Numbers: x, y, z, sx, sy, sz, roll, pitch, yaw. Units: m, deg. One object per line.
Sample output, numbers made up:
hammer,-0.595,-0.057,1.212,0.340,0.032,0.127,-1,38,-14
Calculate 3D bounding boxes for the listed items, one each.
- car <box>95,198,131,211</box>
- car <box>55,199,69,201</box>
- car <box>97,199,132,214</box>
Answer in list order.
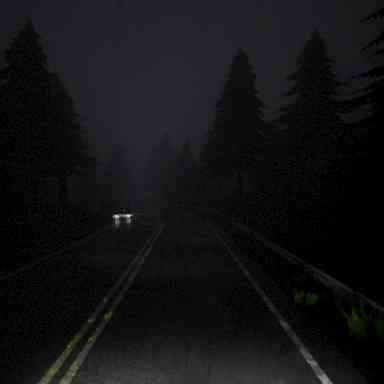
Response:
car,-10.497,1.601,44.063,5.357,1.411,2.033,-2,2,44
car,-26.702,2.025,67.690,2.033,1.411,5.357,1,2,9
car,-8.401,1.643,36.310,2.033,1.411,5.357,-3,1,-33
